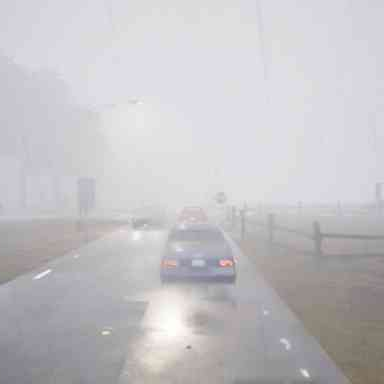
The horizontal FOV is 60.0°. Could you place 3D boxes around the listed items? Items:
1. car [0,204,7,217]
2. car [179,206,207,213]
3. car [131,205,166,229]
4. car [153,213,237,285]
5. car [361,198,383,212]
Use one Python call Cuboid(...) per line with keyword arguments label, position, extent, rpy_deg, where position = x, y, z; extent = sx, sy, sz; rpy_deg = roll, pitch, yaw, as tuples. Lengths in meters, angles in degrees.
Cuboid(label="car", position=(-21.461, 1.567, 32.867), extent=(5.566, 2.045, 2.150), rpy_deg=(-1, 1, 1))
Cuboid(label="car", position=(0.080, 1.627, 22.481), extent=(1.994, 1.385, 4.181), rpy_deg=(0, 0, 1))
Cuboid(label="car", position=(-2.724, 1.610, 22.237), extent=(2.033, 1.411, 5.357), rpy_deg=(0, 0, 0))
Cuboid(label="car", position=(0.109, 1.570, 9.600), extent=(2.033, 1.411, 5.357), rpy_deg=(0, 0, -1))
Cuboid(label="car", position=(20.640, 1.344, 35.530), extent=(4.892, 1.490, 1.837), rpy_deg=(-1, 1, 0))
